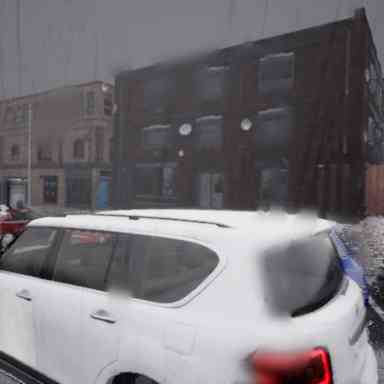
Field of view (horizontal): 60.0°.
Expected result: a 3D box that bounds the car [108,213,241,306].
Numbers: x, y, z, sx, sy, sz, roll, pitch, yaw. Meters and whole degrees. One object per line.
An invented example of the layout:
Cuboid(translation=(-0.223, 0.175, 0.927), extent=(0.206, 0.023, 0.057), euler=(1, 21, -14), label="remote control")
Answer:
Cuboid(translation=(-0.058, 1.478, 9.103), extent=(2.231, 1.521, 4.892), euler=(0, -1, 15), label="car")

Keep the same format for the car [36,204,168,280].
Cuboid(translation=(-2.540, 1.349, 10.824), extent=(2.185, 1.767, 4.553), euler=(0, -1, 14), label="car")

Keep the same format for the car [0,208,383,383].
Cuboid(translation=(-0.943, 1.219, 4.025), extent=(5.566, 2.045, 2.150), euler=(0, 0, 35), label="car")

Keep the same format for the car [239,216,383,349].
Cuboid(translation=(2.422, 1.479, 7.381), extent=(2.097, 1.535, 5.008), euler=(1, -1, 15), label="car")
